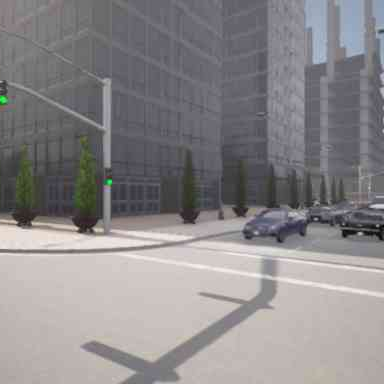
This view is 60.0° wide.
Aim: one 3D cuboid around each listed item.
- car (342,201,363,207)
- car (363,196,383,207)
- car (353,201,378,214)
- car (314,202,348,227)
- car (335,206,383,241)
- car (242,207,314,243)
[{"bbox_3d":[14.489,1.578,30.743,2.128,1.511,4.902,0,0,36],"label":"car"},{"bbox_3d":[14.845,1.296,25.254,2.150,2.045,5.566,0,0,36],"label":"car"},{"bbox_3d":[20.338,1.721,38.824,1.895,1.301,4.718,0,0,36],"label":"car"},{"bbox_3d":[9.346,1.621,23.618,1.994,1.385,4.181,0,0,36],"label":"car"},{"bbox_3d":[9.132,1.643,17.340,1.895,1.301,4.718,0,0,36],"label":"car"},{"bbox_3d":[4.263,1.554,16.584,1.812,1.442,4.674,0,0,38],"label":"car"}]
